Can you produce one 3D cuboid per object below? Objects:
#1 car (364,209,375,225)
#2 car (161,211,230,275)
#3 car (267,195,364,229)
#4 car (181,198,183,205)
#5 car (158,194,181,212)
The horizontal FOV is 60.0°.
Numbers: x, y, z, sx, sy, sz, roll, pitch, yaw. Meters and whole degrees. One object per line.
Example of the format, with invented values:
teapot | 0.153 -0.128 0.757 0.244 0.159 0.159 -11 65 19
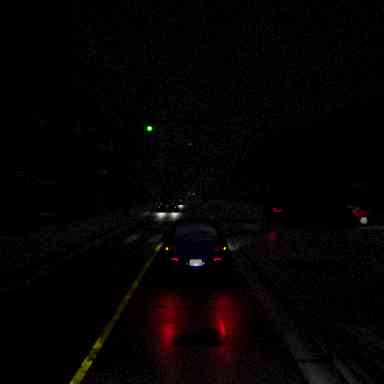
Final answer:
car | 10.370 1.561 23.418 4.507 1.381 1.887 0 0 0
car | 0.095 1.532 10.299 1.812 1.442 4.674 0 0 0
car | 7.431 1.242 21.025 5.566 2.045 2.150 0 0 -7
car | -2.758 1.541 62.298 2.097 1.767 4.553 0 0 0
car | -2.841 1.306 40.459 2.150 2.045 5.566 0 0 -1
